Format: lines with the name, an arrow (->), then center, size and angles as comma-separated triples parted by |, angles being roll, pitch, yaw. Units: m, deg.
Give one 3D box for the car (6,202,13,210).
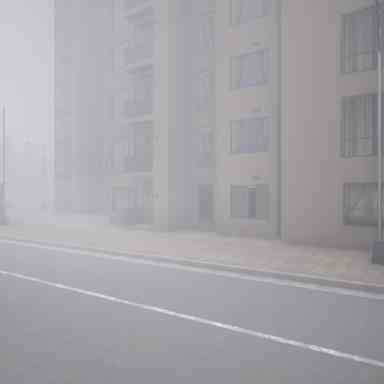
car -> -22.945, 1.436, 37.629 | 2.128, 1.511, 4.902 | 0, 0, 34
